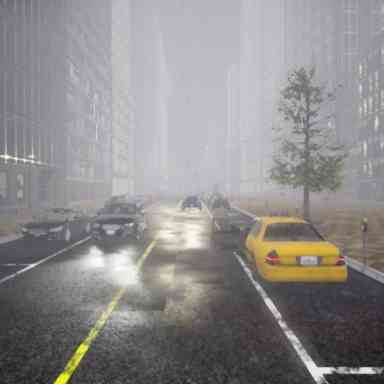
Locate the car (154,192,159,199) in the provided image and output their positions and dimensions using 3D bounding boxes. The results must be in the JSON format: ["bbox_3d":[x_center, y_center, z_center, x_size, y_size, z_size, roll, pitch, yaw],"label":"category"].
[{"bbox_3d":[-5.766,0.858,42.903,1.887,1.381,4.507,0,1,0],"label":"car"}]

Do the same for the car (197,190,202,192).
[{"bbox_3d":[-0.018,0.805,47.413,1.994,1.385,4.181,0,1,0],"label":"car"}]

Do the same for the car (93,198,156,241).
[{"bbox_3d":[-3.128,1.245,15.244,2.128,1.511,4.902,0,1,0],"label":"car"}]

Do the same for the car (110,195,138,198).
[{"bbox_3d":[-5.732,1.025,25.837,1.967,1.590,4.097,0,1,0],"label":"car"}]

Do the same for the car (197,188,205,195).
[{"bbox_3d":[2.519,-0.172,94.087,2.192,1.841,5.009,0,1,0],"label":"car"}]

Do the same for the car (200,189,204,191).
[{"bbox_3d":[2.594,0.684,54.274,2.008,1.369,4.403,0,1,0],"label":"car"}]

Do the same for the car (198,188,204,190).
[{"bbox_3d":[2.561,0.432,71.338,1.947,1.339,4.313,0,1,0],"label":"car"}]

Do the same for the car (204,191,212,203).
[{"bbox_3d":[2.626,0.844,37.206,1.967,1.590,4.097,0,1,0],"label":"car"}]

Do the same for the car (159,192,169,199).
[{"bbox_3d":[-5.798,0.589,59.969,1.887,1.381,4.507,0,1,0],"label":"car"}]

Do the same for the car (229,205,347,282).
[{"bbox_3d":[2.332,1.306,9.213,1.801,1.575,5.366,0,1,0],"label":"car"}]

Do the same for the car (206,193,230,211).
[{"bbox_3d":[2.636,1.045,31.521,2.008,1.369,4.403,0,1,0],"label":"car"}]

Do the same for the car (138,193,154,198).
[{"bbox_3d":[-5.755,0.955,37.215,2.008,1.369,4.403,0,1,0],"label":"car"}]

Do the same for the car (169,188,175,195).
[{"bbox_3d":[-5.862,0.064,94.099,2.008,1.369,4.403,0,1,0],"label":"car"}]

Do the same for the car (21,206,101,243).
[{"bbox_3d":[-5.712,1.317,14.461,2.008,1.369,4.403,0,1,0],"label":"car"}]

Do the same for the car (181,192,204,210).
[{"bbox_3d":[-0.005,0.998,32.907,1.812,1.442,4.674,0,1,0],"label":"car"}]
